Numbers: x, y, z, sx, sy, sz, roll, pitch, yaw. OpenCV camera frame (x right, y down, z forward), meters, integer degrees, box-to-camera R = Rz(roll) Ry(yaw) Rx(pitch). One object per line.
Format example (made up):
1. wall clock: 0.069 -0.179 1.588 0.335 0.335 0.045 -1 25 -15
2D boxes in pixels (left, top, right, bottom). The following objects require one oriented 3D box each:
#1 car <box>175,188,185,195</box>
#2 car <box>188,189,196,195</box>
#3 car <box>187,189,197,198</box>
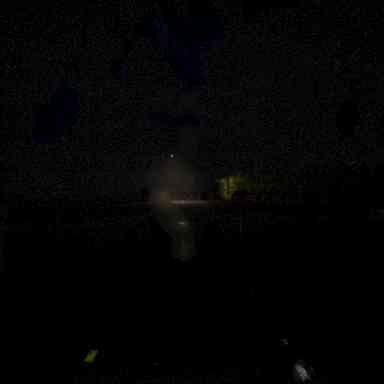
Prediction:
1. car: -2.756 -0.054 74.339 1.837 1.490 4.892 0 2 0
2. car: -0.006 -0.023 80.171 2.033 1.411 5.357 0 3 0
3. car: -0.006 0.477 69.766 1.837 1.490 4.892 0 2 0
